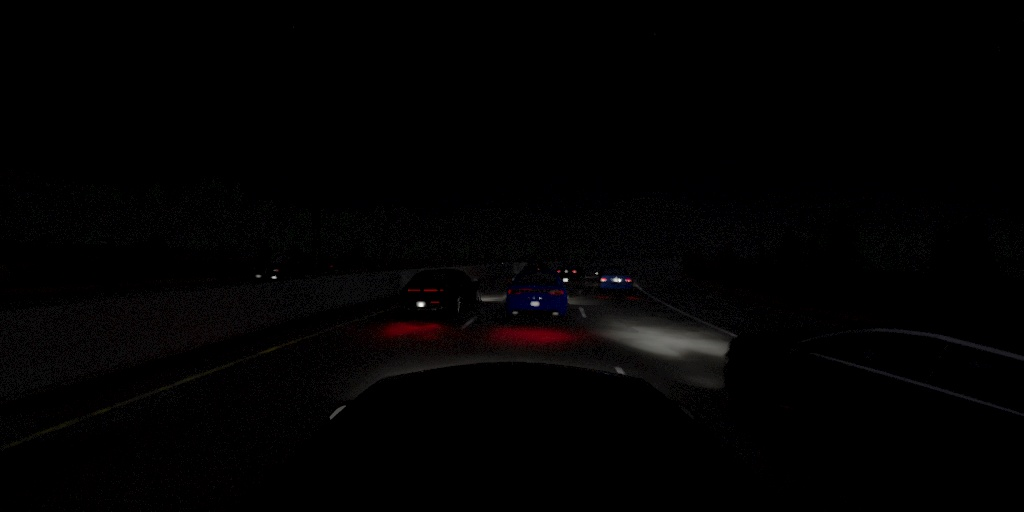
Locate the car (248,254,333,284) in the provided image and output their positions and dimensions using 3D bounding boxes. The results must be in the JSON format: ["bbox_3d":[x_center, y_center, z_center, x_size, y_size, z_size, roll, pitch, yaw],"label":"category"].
[{"bbox_3d":[-14.880,0.875,24.570,2.150,2.045,5.566,0,0,13],"label":"car"}]

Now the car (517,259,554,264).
[{"bbox_3d":[2.236,1.225,32.743,1.812,1.442,4.674,0,0,19],"label":"car"}]

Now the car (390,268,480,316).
[{"bbox_3d":[-2.471,1.224,13.361,1.837,1.490,4.892,0,0,7],"label":"car"}]

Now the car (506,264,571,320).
[{"bbox_3d":[0.964,1.210,12.681,1.882,1.535,5.008,0,0,7],"label":"car"}]

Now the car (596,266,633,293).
[{"bbox_3d":[5.928,1.282,20.876,2.033,1.411,5.357,0,0,13],"label":"car"}]

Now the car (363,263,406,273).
[{"bbox_3d":[-10.122,1.226,28.979,1.994,1.385,4.181,0,0,16],"label":"car"}]

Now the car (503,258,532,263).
[{"bbox_3d":[0.324,1.017,46.410,2.097,1.767,4.553,0,0,27],"label":"car"}]

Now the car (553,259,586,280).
[{"bbox_3d":[5.096,1.261,30.520,2.033,1.411,5.357,0,0,19],"label":"car"}]

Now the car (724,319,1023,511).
[{"bbox_3d":[3.710,1.253,2.838,2.128,1.511,4.902,0,0,1],"label":"car"}]
